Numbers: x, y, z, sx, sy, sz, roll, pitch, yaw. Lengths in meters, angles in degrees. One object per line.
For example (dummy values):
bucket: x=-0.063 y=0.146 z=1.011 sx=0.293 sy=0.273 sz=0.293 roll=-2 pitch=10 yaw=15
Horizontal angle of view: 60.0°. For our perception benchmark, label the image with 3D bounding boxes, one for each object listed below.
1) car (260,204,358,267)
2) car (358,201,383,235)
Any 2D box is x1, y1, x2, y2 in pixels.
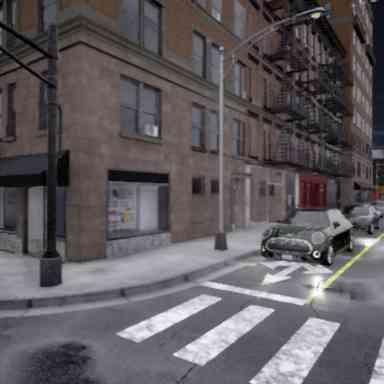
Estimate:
car: x=4.158 y=1.352 z=11.712 sx=2.097 sy=1.767 sz=4.553 roll=0 pitch=0 yaw=37
car: x=9.563 y=1.506 z=19.184 sx=1.837 sy=1.490 sz=4.892 roll=0 pitch=0 yaw=36
